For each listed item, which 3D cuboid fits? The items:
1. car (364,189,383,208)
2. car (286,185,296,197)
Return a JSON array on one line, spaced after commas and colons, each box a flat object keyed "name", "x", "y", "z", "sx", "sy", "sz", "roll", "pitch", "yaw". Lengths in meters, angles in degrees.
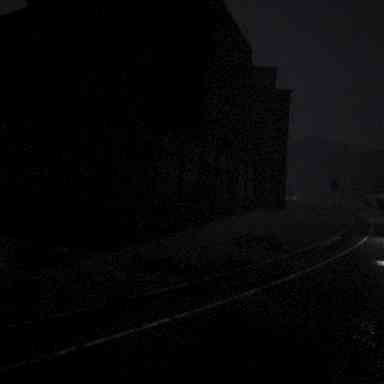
[{"name": "car", "x": 21.294, "y": 0.694, "z": 37.132, "sx": 2.150, "sy": 2.045, "sz": 5.566, "roll": 3, "pitch": 2, "yaw": 6}, {"name": "car", "x": 15.586, "y": -0.328, "z": 57.296, "sx": 2.150, "sy": 2.045, "sz": 5.566, "roll": 4, "pitch": 2, "yaw": -16}]
